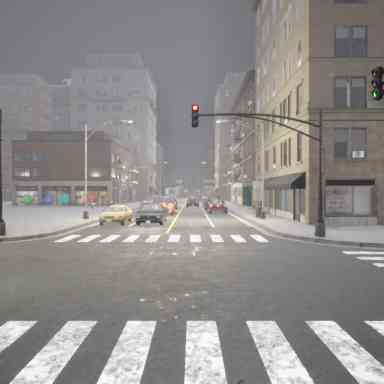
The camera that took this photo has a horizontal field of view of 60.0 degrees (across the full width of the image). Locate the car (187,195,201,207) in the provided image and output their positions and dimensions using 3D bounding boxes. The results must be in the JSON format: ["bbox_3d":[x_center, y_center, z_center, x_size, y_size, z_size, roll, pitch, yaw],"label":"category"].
[{"bbox_3d":[0.117,1.603,51.872,1.895,1.301,4.718,0,0,0],"label":"car"}]

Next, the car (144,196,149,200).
[{"bbox_3d":[-5.375,1.552,41.039,2.008,1.369,4.403,0,0,0],"label":"car"}]

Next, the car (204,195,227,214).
[{"bbox_3d":[2.648,1.441,35.374,1.967,1.590,4.097,0,0,0],"label":"car"}]

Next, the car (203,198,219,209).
[{"bbox_3d":[2.652,1.568,46.698,1.947,1.339,4.313,0,0,0],"label":"car"}]

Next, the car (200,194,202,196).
[{"bbox_3d":[2.660,1.555,69.346,2.008,1.369,4.403,0,0,0],"label":"car"}]

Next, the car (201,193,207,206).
[{"bbox_3d":[2.650,1.317,41.036,2.192,1.841,5.009,0,0,0],"label":"car"}]

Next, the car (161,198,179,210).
[{"bbox_3d":[-2.831,1.550,44.222,2.033,1.411,5.357,0,0,0],"label":"car"}]

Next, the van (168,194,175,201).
[{"bbox_3d":[-5.359,1.349,86.334,1.690,1.788,3.998,0,0,0],"label":"van"}]

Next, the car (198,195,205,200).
[{"bbox_3d":[2.668,1.575,91.993,1.947,1.339,4.313,0,0,0],"label":"car"}]

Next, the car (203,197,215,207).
[{"bbox_3d":[2.654,1.528,52.530,1.752,1.417,4.829,0,0,0],"label":"car"}]

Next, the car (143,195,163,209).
[{"bbox_3d":[-5.373,1.317,46.701,2.192,1.841,5.009,0,0,0],"label":"car"}]

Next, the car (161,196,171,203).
[{"bbox_3d":[-5.365,1.530,69.179,1.752,1.417,4.829,0,0,0],"label":"car"}]

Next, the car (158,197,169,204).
[{"bbox_3d":[-5.367,1.586,63.687,1.802,1.307,4.206,0,0,0],"label":"car"}]

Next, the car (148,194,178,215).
[{"bbox_3d":[-2.841,1.353,33.814,2.097,1.767,4.553,0,0,0],"label":"car"}]

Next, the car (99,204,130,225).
[{"bbox_3d":[-5.381,1.526,23.883,1.752,1.417,4.829,0,0,0],"label":"car"}]

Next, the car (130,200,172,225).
[{"bbox_3d":[-2.841,1.548,24.166,2.033,1.411,5.357,0,0,0],"label":"car"}]
